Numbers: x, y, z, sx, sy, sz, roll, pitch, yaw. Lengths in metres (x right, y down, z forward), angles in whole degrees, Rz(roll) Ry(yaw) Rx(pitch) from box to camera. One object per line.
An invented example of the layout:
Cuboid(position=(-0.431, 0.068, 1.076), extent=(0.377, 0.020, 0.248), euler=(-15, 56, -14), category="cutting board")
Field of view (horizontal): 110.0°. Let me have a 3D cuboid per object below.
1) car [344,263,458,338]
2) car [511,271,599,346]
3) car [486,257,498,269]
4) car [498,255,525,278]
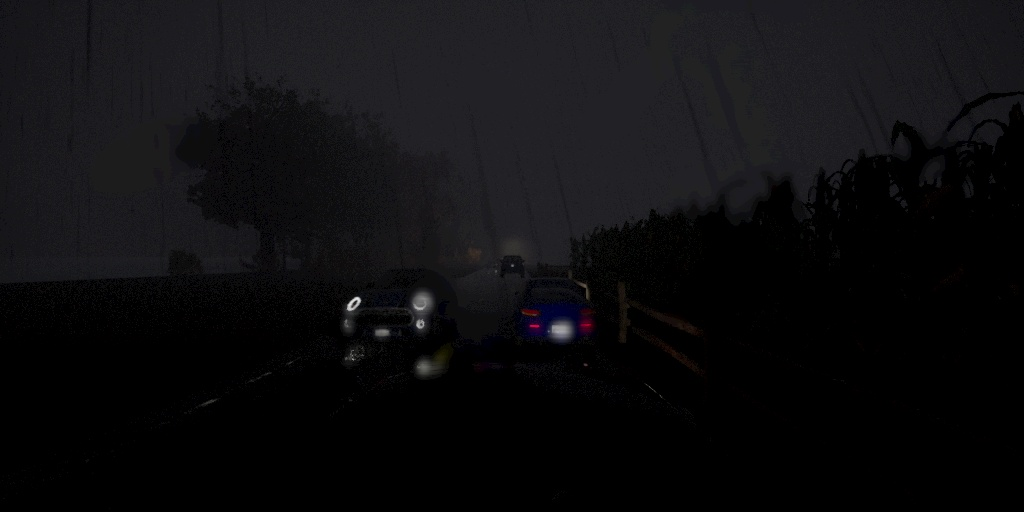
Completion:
Cuboid(position=(-2.856, 1.099, 10.142), extent=(2.097, 1.767, 4.553), euler=(0, 0, 0), category="car")
Cuboid(position=(0.959, 1.273, 9.265), extent=(1.812, 1.442, 4.674), euler=(0, 0, 0), category="car")
Cuboid(position=(-2.876, 1.231, 54.351), extent=(2.128, 1.511, 4.902), euler=(0, 0, 0), category="car")
Cuboid(position=(0.035, 0.961, 34.405), extent=(2.150, 2.045, 5.566), euler=(0, 0, 0), category="car")
